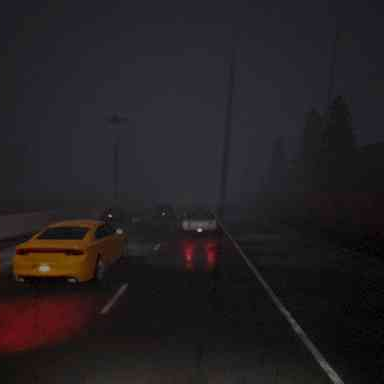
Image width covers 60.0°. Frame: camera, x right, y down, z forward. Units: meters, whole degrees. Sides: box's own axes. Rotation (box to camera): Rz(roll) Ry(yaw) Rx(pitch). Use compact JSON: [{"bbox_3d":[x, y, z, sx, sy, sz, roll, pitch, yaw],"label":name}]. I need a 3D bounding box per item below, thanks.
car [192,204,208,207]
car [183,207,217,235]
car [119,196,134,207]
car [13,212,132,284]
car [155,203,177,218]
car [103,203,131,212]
[{"bbox_3d":[0.958,2.037,39.683,1.895,1.301,4.718,0,-1,1],"label":"car"},{"bbox_3d":[0.486,1.827,20.499,1.895,1.301,4.718,0,-1,1],"label":"car"},{"bbox_3d":[-12.539,1.902,64.112,2.150,2.045,5.566,0,-2,-3],"label":"car"},{"bbox_3d":[-3.263,1.582,9.953,1.882,1.535,5.008,0,0,1],"label":"car"},{"bbox_3d":[-2.673,1.879,34.418,1.837,1.490,4.892,0,0,1],"label":"car"},{"bbox_3d":[-6.332,1.861,27.989,1.994,1.385,4.181,0,-1,1],"label":"car"}]
